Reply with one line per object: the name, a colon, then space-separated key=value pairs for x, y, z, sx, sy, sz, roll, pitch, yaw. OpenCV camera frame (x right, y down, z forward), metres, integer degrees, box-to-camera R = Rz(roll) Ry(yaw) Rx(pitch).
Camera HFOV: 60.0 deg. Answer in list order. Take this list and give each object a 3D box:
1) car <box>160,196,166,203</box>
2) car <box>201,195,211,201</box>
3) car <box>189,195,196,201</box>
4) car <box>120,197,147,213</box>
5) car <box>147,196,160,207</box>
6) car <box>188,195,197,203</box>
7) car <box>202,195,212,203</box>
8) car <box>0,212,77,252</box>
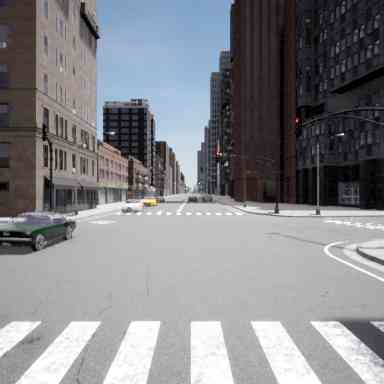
car: x=-6.420 y=1.572 z=66.740 sx=1.994 sy=1.385 sz=4.181 roll=0 pitch=0 yaw=1
car: x=3.372 y=1.498 z=81.404 sx=2.128 sy=1.511 sz=4.902 roll=0 pitch=0 yaw=0
car: x=0.122 y=1.451 z=81.408 sx=1.882 sy=1.535 sz=5.008 roll=0 pitch=0 yaw=0
car: x=-6.543 y=1.532 z=36.822 sx=1.812 sy=1.442 sz=4.674 roll=0 pitch=0 yaw=0
car: x=-6.518 y=1.487 z=51.104 sx=1.882 sy=1.535 sz=5.008 roll=0 pitch=0 yaw=0
car: x=0.107 y=1.484 z=70.989 sx=1.882 sy=1.535 sz=5.008 roll=0 pitch=0 yaw=0
car: x=3.357 y=1.531 z=70.984 sx=2.128 sy=1.511 sz=4.902 roll=0 pitch=0 yaw=0
car: x=-6.542 y=1.547 z=13.956 sx=1.895 sy=1.301 sz=4.718 roll=2 pitch=0 yaw=0
